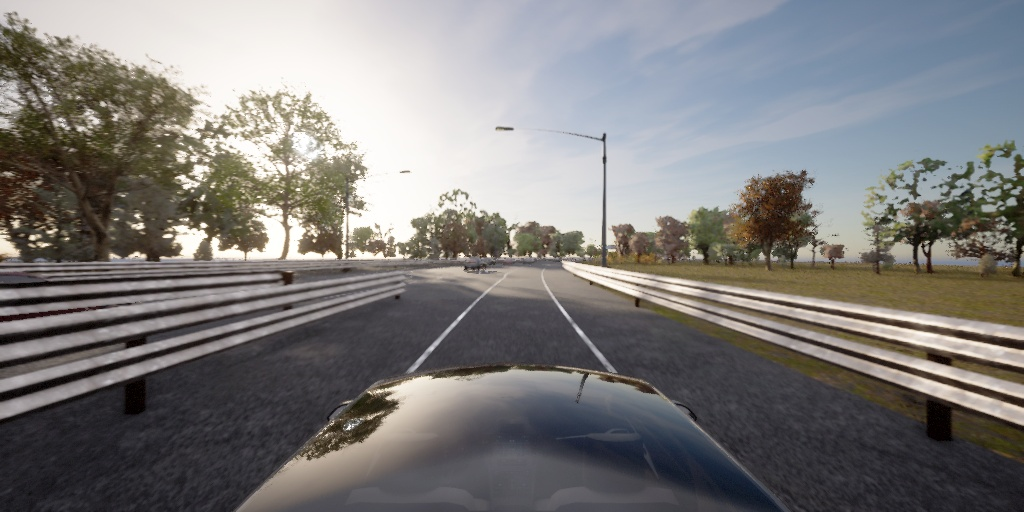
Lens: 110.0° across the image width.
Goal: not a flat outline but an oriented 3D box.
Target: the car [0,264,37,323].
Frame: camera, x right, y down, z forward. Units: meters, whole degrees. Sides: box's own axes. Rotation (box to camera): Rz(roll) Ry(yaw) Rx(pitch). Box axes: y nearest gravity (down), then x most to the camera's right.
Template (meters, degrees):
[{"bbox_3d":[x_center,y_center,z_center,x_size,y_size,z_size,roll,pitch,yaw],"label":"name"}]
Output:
[{"bbox_3d":[-14.329,0.970,7.565,1.837,1.490,4.892,0,0,9],"label":"car"}]

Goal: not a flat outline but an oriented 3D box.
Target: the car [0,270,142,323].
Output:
[{"bbox_3d":[-10.803,1.001,7.420,1.812,1.442,4.674,0,0,9],"label":"car"}]

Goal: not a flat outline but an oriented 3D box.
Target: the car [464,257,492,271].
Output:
[{"bbox_3d":[-4.372,1.052,43.592,2.128,1.511,4.902,0,0,11],"label":"car"}]

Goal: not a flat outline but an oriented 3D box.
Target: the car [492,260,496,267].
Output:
[{"bbox_3d":[-4.146,1.086,61.385,2.128,1.511,4.902,0,0,13],"label":"car"}]
